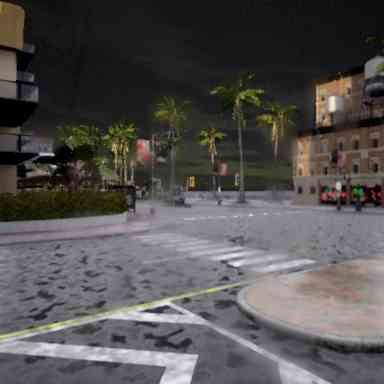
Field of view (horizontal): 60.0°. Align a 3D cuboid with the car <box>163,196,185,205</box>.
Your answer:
[{"bbox_3d":[-3.023,1.409,54.906,1.837,1.490,4.892,0,0,-35],"label":"car"}]
